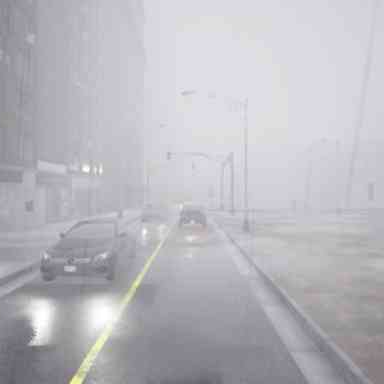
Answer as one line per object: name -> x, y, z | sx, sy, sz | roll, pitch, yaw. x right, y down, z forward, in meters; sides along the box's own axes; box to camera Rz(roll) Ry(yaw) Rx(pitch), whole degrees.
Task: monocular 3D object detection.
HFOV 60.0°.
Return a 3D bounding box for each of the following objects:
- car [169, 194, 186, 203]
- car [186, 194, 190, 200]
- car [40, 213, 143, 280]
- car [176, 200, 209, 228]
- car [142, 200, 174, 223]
car -> -2.768, 1.396, 64.350 | 2.150, 2.045, 5.566 | 0, 0, 0
car -> -3.094, 1.467, 82.225 | 5.566, 2.045, 2.150 | -1, 0, 38
car -> -2.846, 1.549, 10.124 | 1.812, 1.442, 4.674 | 0, 0, 0
car -> 0.052, 1.559, 22.574 | 1.837, 1.490, 4.892 | 0, 0, 1
car -> -2.765, 1.611, 26.221 | 2.033, 1.411, 5.357 | 0, 0, 0
